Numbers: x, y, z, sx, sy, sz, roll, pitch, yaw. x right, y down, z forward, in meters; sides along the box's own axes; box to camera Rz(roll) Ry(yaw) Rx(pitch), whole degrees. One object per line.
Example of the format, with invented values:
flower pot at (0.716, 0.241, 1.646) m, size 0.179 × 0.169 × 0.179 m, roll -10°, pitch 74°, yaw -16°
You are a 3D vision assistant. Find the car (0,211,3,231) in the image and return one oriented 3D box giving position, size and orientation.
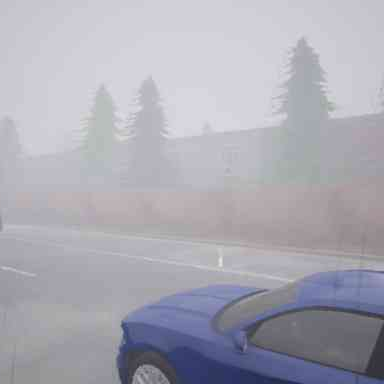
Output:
car at (-11.624, 1.312, 16.616) m, size 5.566 × 2.045 × 2.150 m, roll 0°, pitch 0°, yaw 36°

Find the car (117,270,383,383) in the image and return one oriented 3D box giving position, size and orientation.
car at (1.475, 1.484, 2.939) m, size 5.008 × 1.535 × 1.882 m, roll 0°, pitch 0°, yaw 36°
